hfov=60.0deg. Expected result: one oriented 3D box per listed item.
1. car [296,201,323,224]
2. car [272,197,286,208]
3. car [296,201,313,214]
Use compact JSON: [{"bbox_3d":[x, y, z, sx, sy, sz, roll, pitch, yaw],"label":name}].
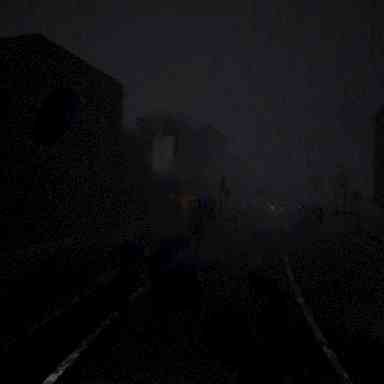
[{"bbox_3d":[9.832,1.724,27.732,2.128,1.511,4.902,1,0,17],"label":"car"},{"bbox_3d":[14.668,1.693,56.189,2.097,1.767,4.553,1,0,17],"label":"car"},{"bbox_3d":[13.711,1.850,40.695,1.812,1.442,4.674,1,0,17],"label":"car"}]
